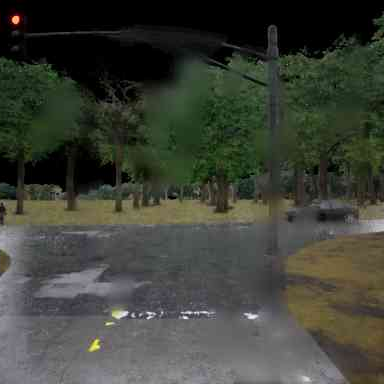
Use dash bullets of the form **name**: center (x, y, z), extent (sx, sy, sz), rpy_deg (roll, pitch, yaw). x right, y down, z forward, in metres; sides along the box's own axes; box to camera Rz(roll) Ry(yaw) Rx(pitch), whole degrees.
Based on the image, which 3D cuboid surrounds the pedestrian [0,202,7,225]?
- **pedestrian**: center (-15.238, 1.718, 26.772), extent (0.375, 1.860, 0.375), rpy_deg (0, -1, 0)

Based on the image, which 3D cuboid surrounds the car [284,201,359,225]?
- **car**: center (8.656, 1.354, 22.365), extent (5.008, 1.535, 1.882), rpy_deg (0, -2, -10)
